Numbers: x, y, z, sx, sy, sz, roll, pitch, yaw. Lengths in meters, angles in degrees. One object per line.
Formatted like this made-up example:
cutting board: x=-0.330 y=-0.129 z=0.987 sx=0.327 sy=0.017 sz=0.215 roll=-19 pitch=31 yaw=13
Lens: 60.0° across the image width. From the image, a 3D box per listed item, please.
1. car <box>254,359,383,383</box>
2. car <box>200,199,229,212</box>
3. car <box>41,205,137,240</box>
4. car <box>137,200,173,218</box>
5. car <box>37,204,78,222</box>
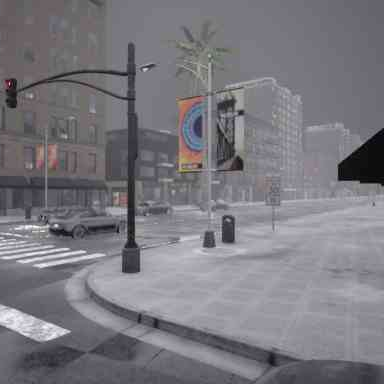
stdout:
car: x=2.141 y=1.551 z=1.323 sx=4.403 sy=1.369 sz=2.008 roll=0 pitch=0 yaw=35
car: x=2.786 y=1.580 z=40.296 sx=1.812 sy=1.442 sz=4.674 roll=0 pitch=0 yaw=35
car: x=-5.246 y=1.583 z=17.401 sx=1.994 sy=1.385 sz=4.181 roll=0 pitch=0 yaw=37
car: x=-3.729 y=1.536 z=31.065 sx=1.837 sy=1.490 sz=4.892 roll=0 pitch=0 yaw=35
car: x=-8.810 y=1.580 z=23.852 sx=1.994 sy=1.385 sz=4.181 roll=0 pitch=0 yaw=35
